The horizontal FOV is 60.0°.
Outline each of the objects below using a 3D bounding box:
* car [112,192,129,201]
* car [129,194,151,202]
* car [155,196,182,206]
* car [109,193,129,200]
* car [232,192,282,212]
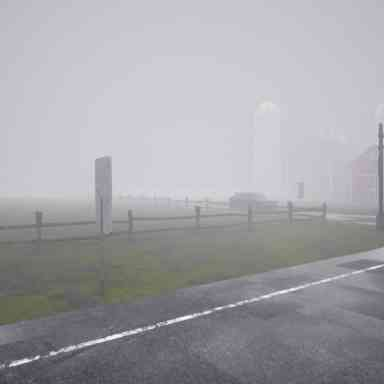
[{"bbox_3d":[-12.951,0.757,60.334,1.882,1.535,5.008,-1,1,-36],"label":"car"},{"bbox_3d":[-9.090,1.041,59.844,1.994,1.385,4.181,-1,1,-35],"label":"car"},{"bbox_3d":[-3.381,1.235,46.894,1.895,1.301,4.718,-1,1,-36],"label":"car"},{"bbox_3d":[-14.938,0.924,67.997,2.033,1.411,5.357,-1,1,-36],"label":"car"},{"bbox_3d":[6.326,1.012,33.410,2.150,2.045,5.566,-1,1,-36],"label":"car"}]
